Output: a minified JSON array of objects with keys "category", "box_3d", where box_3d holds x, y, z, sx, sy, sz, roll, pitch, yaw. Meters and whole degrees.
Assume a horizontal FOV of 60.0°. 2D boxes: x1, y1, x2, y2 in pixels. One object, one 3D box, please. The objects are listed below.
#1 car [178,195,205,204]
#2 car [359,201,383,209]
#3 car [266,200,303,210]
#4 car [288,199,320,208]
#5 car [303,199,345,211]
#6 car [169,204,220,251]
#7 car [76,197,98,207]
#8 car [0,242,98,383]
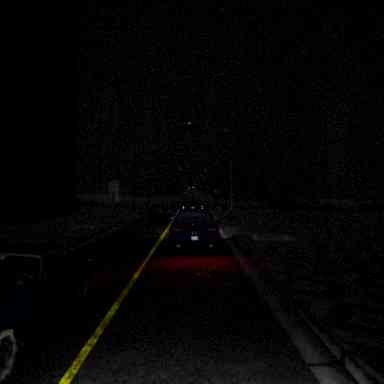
[{"category":"car","box_3d":[0.088,1.370,29.850,2.097,1.767,4.553,0,0,0]},{"category":"car","box_3d":[29.062,2.051,53.119,4.507,1.381,1.887,1,-1,0]},{"category":"car","box_3d":[12.125,1.803,44.592,4.313,1.339,1.947,1,-1,0]},{"category":"car","box_3d":[17.775,1.876,53.117,4.403,1.369,2.008,1,-1,0]},{"category":"car","box_3d":[17.938,1.853,44.593,4.829,1.417,1.752,1,-1,0]},{"category":"car","box_3d":[0.096,1.485,14.255,1.882,1.535,5.008,0,0,0]},{"category":"car","box_3d":[-14.783,1.395,44.492,4.403,1.369,2.008,1,-1,0]},{"category":"car","box_3d":[-3.103,1.603,5.462,1.895,1.301,4.718,0,0,0]}]
